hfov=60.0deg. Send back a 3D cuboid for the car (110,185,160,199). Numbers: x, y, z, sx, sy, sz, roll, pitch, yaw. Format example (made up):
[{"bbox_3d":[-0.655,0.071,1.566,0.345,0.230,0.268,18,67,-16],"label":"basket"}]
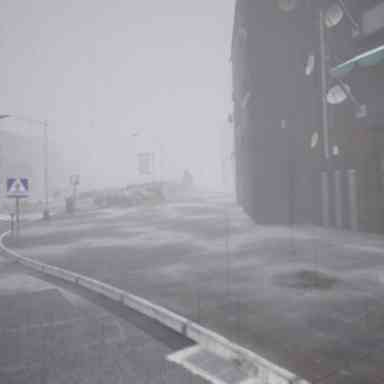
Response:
[{"bbox_3d":[-7.008,0.315,40.002,5.366,1.575,1.946,-2,4,-13],"label":"car"}]

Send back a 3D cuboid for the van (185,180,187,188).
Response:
[{"bbox_3d":[-3.895,-1.332,64.225,4.442,1.987,1.878,-2,3,-13],"label":"van"}]

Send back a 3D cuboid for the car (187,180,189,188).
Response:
[{"bbox_3d":[-3.683,-1.404,67.216,4.553,1.767,2.185,-2,3,-13],"label":"car"}]

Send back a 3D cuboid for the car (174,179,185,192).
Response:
[{"bbox_3d":[-4.688,-1.001,58.163,5.566,2.045,2.435,-2,3,-13],"label":"car"}]

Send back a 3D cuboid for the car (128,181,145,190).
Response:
[{"bbox_3d":[-11.644,-1.434,69.978,2.097,1.767,4.553,-2,3,7],"label":"car"}]

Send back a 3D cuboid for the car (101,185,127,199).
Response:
[{"bbox_3d":[-10.942,-0.053,47.073,2.097,1.767,4.553,-2,3,7],"label":"car"}]

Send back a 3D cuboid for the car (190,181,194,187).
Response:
[{"bbox_3d":[-2.559,-1.781,76.303,4.792,1.488,2.163,-2,3,-13],"label":"car"}]

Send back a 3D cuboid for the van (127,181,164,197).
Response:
[{"bbox_3d":[-6.366,-0.095,43.083,4.442,1.987,1.878,-2,3,-13],"label":"van"}]

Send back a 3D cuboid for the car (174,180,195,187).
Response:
[{"bbox_3d":[-1.909,-2.158,82.343,4.892,1.521,2.231,-2,3,-13],"label":"car"}]

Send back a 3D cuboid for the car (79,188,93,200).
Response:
[{"bbox_3d":[-14.189,0.185,47.195,1.882,1.535,5.008,-2,3,7],"label":"car"}]

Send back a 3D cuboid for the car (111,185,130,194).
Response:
[{"bbox_3d":[-12.790,-0.441,60.073,1.895,1.301,4.718,-2,3,7],"label":"car"}]

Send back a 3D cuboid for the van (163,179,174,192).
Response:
[{"bbox_3d":[-5.533,-0.616,52.082,4.442,1.987,1.878,-2,4,-13],"label":"van"}]

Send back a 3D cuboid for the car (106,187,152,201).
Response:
[{"bbox_3d":[-7.178,0.528,37.028,4.674,1.452,2.002,-2,4,-13],"label":"car"}]

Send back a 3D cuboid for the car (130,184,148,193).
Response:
[{"bbox_3d":[-9.521,-0.597,60.071,1.994,1.385,4.181,-2,3,7],"label":"car"}]

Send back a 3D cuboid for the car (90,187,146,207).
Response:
[{"bbox_3d":[-7.542,0.666,34.010,4.892,1.521,2.231,-2,3,-13],"label":"car"}]
